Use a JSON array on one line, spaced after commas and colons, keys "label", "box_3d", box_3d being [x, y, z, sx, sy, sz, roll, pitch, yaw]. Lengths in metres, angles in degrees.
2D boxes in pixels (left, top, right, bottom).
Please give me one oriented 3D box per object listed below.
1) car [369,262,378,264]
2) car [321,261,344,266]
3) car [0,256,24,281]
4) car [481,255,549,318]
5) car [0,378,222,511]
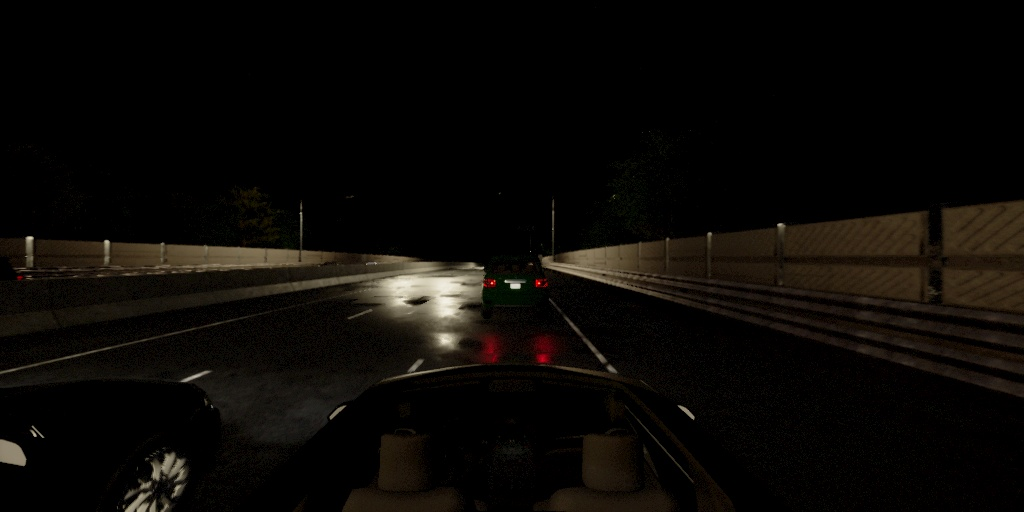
[{"label": "car", "box_3d": [-21.028, 1.616, 54.357, 1.994, 1.385, 4.181, 0, -1, 1]}, {"label": "car", "box_3d": [-24.561, 1.499, 48.827, 1.837, 1.490, 4.892, 0, -1, 0]}, {"label": "car", "box_3d": [-17.598, 0.980, 9.774, 2.150, 2.045, 5.566, 0, 0, 0]}, {"label": "car", "box_3d": [0.103, 0.990, 13.279, 2.150, 2.045, 5.566, 0, 0, 0]}, {"label": "car", "box_3d": [-3.400, 1.255, 1.058, 1.837, 1.490, 4.892, 0, 0, 0]}]
